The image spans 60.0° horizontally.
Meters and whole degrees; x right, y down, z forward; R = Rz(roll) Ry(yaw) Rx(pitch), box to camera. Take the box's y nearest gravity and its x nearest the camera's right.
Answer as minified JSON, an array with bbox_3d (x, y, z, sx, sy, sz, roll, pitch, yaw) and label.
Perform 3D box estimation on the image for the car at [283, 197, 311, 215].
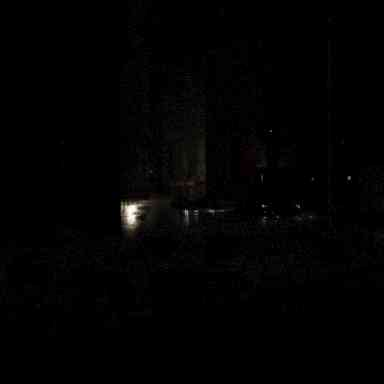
[{"bbox_3d":[9.505,1.325,33.214,2.097,1.767,4.553,0,0,-35],"label":"car"}]

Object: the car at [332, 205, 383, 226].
[{"bbox_3d":[12.227,1.588,23.540,1.895,1.301,4.718,0,0,-32],"label":"car"}]

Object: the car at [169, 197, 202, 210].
[{"bbox_3d":[-1.189,1.504,42.696,1.812,1.442,4.674,0,0,-35],"label":"car"}]

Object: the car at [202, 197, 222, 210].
[{"bbox_3d":[1.880,1.448,43.980,1.882,1.535,5.008,0,0,-35],"label":"car"}]

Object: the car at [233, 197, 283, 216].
[{"bbox_3d":[6.137,1.332,32.341,2.097,1.767,4.553,0,0,-35],"label":"car"}]
